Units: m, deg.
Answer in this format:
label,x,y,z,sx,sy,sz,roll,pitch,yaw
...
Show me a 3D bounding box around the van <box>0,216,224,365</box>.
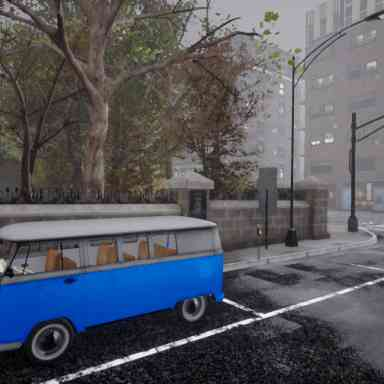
label,x,y,z,sx,sy,sz,roll,pitch,yaw
van,-1.327,1.342,5.544,3.998,1.788,1.690,0,1,-35
